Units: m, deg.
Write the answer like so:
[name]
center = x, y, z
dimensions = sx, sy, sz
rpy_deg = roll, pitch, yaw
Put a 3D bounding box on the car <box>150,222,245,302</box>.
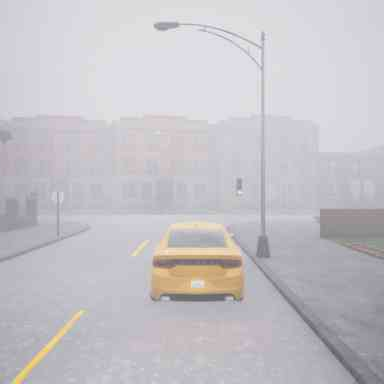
[car]
center = 0.107, 1.478, 8.375
dimensions = 1.882, 1.535, 5.008
rpy_deg = 0, 0, 0
